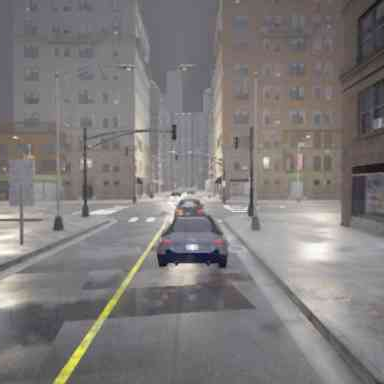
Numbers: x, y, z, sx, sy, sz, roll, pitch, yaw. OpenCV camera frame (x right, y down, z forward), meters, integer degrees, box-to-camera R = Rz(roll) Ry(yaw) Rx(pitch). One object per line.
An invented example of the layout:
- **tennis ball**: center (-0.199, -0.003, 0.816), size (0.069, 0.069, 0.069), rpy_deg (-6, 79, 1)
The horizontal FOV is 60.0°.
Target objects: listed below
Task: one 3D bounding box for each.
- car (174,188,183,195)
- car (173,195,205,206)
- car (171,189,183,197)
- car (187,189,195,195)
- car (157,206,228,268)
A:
- **car**: center (-3.337, -0.090, 82.270), size (1.882, 1.535, 5.008), rpy_deg (0, 1, 0)
- **car**: center (-0.149, 1.125, 20.347), size (1.812, 1.442, 4.674), rpy_deg (0, 1, -2)
- **car**: center (-3.243, 0.329, 66.746), size (1.895, 1.301, 4.718), rpy_deg (0, 1, 0)
- **car**: center (-0.320, 0.007, 79.683), size (2.128, 1.511, 4.902), rpy_deg (0, 1, 0)
- **car**: center (0.044, 1.355, 10.575), size (1.994, 1.385, 4.181), rpy_deg (0, 1, 1)
